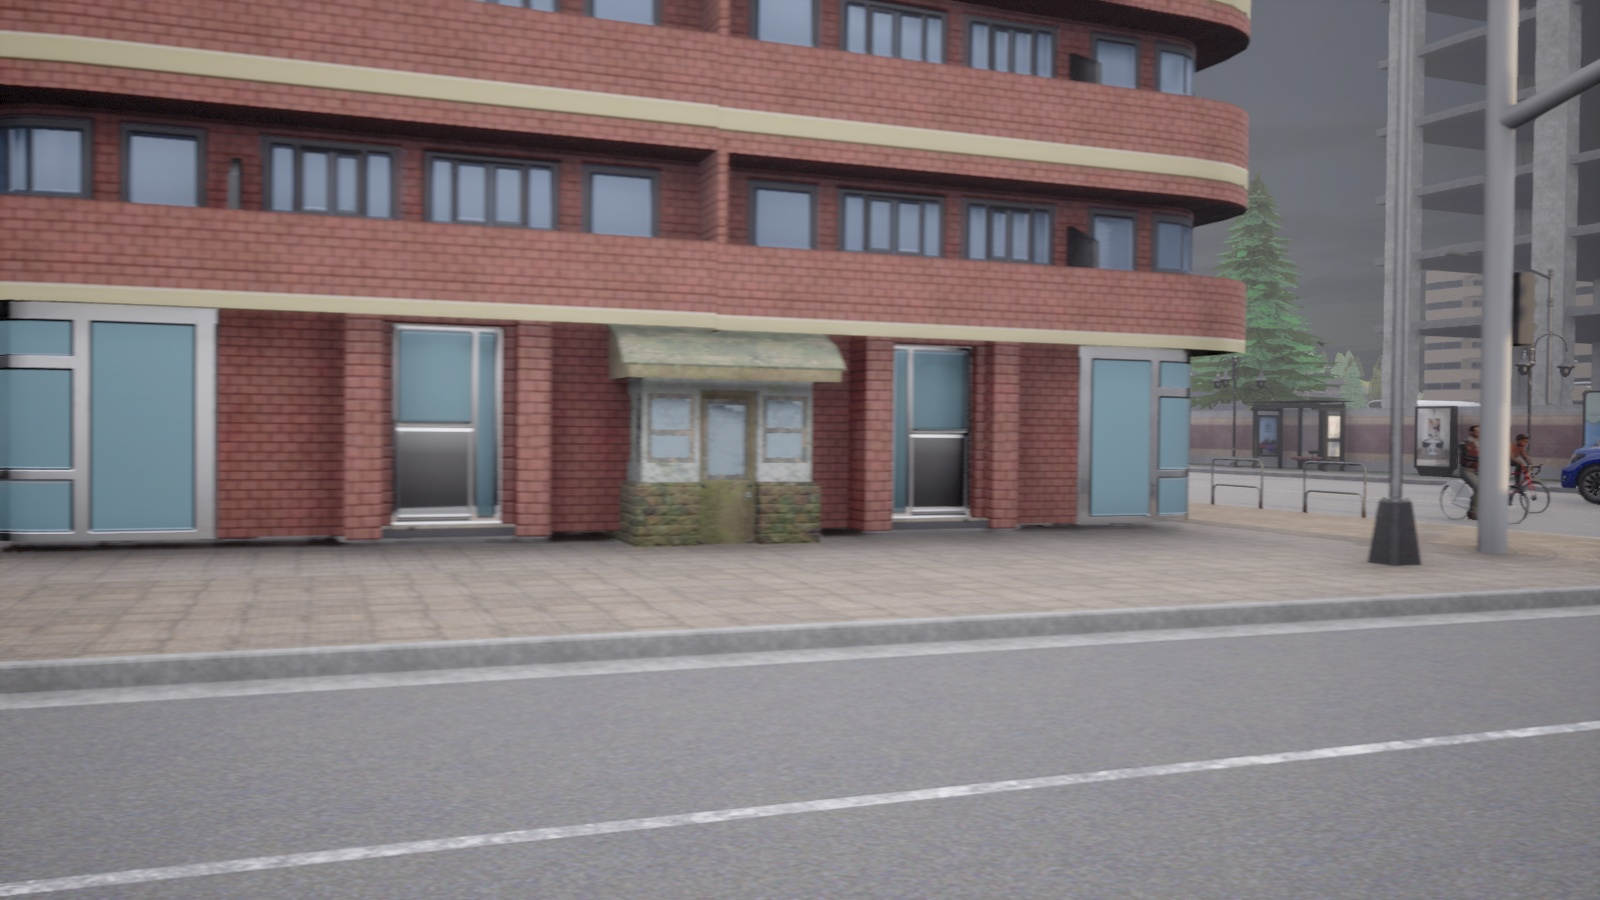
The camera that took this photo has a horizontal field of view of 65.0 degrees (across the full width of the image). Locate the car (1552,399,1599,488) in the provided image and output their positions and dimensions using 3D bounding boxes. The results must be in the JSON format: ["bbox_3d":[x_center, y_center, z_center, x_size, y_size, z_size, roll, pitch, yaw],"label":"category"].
[{"bbox_3d":[20.195,-0.156,27.921,2.150,2.045,5.566,-1,1,-34],"label":"car"}]

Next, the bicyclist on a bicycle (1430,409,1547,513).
[{"bbox_3d":[12.298,0.170,22.490,0.659,1.776,1.843,-1,1,-21],"label":"bicyclist on a bicycle"}]

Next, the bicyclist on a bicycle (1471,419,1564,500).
[{"bbox_3d":[14.748,0.171,25.861,0.582,1.620,1.656,-1,1,-21],"label":"bicyclist on a bicycle"}]
